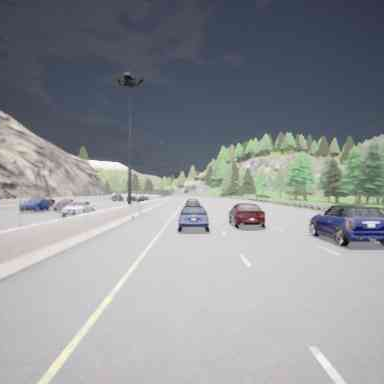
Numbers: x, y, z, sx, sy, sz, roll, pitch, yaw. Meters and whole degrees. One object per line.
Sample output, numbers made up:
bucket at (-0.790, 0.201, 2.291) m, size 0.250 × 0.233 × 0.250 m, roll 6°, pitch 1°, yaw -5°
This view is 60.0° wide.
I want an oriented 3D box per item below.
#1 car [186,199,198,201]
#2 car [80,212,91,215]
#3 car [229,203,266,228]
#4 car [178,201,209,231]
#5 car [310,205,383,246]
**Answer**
car at (0.082, 1.561, 42.524) m, size 1.994 × 1.385 × 4.181 m, roll 0°, pitch 0°, yaw 0°
car at (-10.609, 1.522, 31.340) m, size 1.812 × 1.442 × 4.674 m, roll 0°, pitch 0°, yaw 0°
car at (3.589, 1.476, 22.338) m, size 1.882 × 1.535 × 5.008 m, roll 0°, pitch 0°, yaw 0°
car at (0.091, 1.546, 20.732) m, size 2.033 × 1.411 × 5.357 m, roll 0°, pitch 0°, yaw 0°
car at (7.093, 1.352, 15.278) m, size 2.097 × 1.767 × 4.553 m, roll 0°, pitch 0°, yaw 0°
